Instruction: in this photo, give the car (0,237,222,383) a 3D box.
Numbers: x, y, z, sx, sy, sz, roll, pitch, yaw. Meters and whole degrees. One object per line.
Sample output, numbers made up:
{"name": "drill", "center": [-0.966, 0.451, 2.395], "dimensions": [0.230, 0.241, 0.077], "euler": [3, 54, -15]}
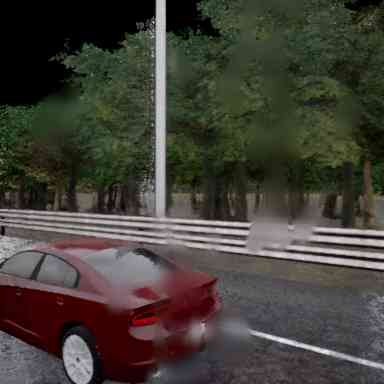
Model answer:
{"name": "car", "center": [-1.921, 1.485, 5.363], "dimensions": [5.008, 1.535, 1.882], "euler": [0, 0, 36]}
